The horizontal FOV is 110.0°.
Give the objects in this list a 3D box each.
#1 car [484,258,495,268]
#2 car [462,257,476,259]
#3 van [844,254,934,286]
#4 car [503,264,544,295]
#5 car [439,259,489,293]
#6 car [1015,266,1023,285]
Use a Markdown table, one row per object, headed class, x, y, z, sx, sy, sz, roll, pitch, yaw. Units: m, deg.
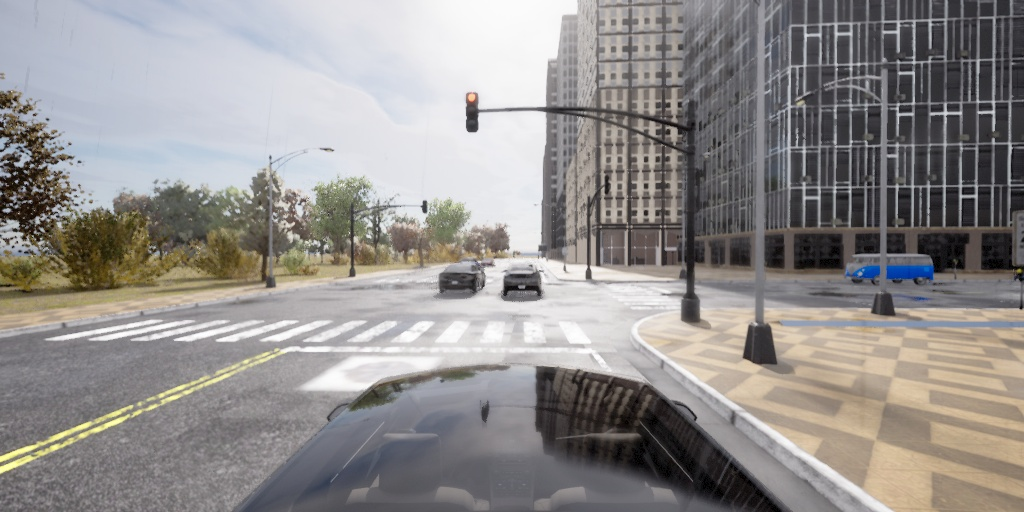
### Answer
| class | x | y | z | sx | sy | sz | roll | pitch | yaw |
| --- | --- | --- | --- | --- | --- | --- | --- | --- | --- |
| car | -3.853 | 1.058 | 57.050 | 1.812 | 1.442 | 4.674 | 0 | 0 | 4 |
| car | -4.901 | 0.946 | 40.029 | 2.097 | 1.767 | 4.553 | 0 | 0 | 4 |
| van | 22.094 | 0.780 | 21.120 | 3.998 | 1.789 | 1.690 | 0 | 0 | 4 |
| car | 0.569 | 1.149 | 18.666 | 1.837 | 1.490 | 4.892 | 0 | 0 | 3 |
| car | -2.629 | 1.123 | 19.734 | 1.882 | 1.535 | 5.008 | 0 | 0 | 3 |
| car | 29.183 | 0.624 | 17.907 | 5.566 | 2.045 | 2.150 | -1 | 0 | 4 |
